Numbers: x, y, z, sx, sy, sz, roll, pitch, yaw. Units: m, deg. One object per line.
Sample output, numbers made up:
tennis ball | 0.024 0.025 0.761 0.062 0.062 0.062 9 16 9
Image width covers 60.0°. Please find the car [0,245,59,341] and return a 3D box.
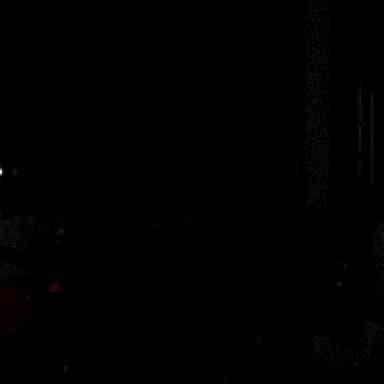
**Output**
car | -3.923 1.568 5.759 4.206 1.307 1.802 0 0 35

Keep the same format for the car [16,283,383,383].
car | 0.700 1.581 2.463 4.206 1.307 1.802 0 0 35
